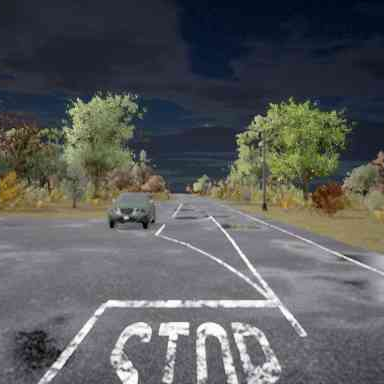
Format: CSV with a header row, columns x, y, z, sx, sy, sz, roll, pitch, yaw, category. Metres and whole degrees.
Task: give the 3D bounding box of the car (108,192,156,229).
x,y,z,sx,sy,sz,roll,pitch,yaw,category
-3.449,1.006,20.208,2.150,2.045,5.566,1,0,0,car
